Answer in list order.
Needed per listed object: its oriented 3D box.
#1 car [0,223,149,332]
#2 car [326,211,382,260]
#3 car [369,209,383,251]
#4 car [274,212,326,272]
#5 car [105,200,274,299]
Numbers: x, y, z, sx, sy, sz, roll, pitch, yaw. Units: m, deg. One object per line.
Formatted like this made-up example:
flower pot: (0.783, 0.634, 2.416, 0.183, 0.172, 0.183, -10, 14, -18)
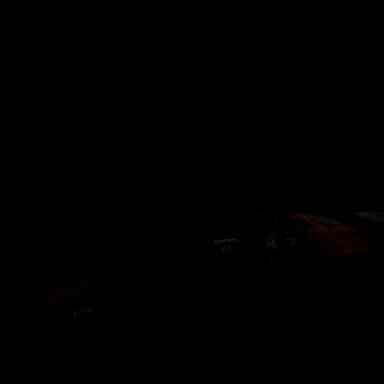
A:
car: (-3.083, 1.511, 7.210, 2.163, 1.488, 4.792, 0, 0, -35)
car: (3.680, 1.502, 12.064, 2.097, 1.535, 5.008, 0, 0, -36)
car: (5.937, 1.522, 13.674, 2.231, 1.521, 4.892, 1, 0, -36)
car: (1.435, 1.365, 10.431, 2.185, 1.767, 4.553, 0, 0, -36)
car: (-0.856, 1.234, 8.870, 2.435, 2.045, 5.566, 0, 0, -36)
